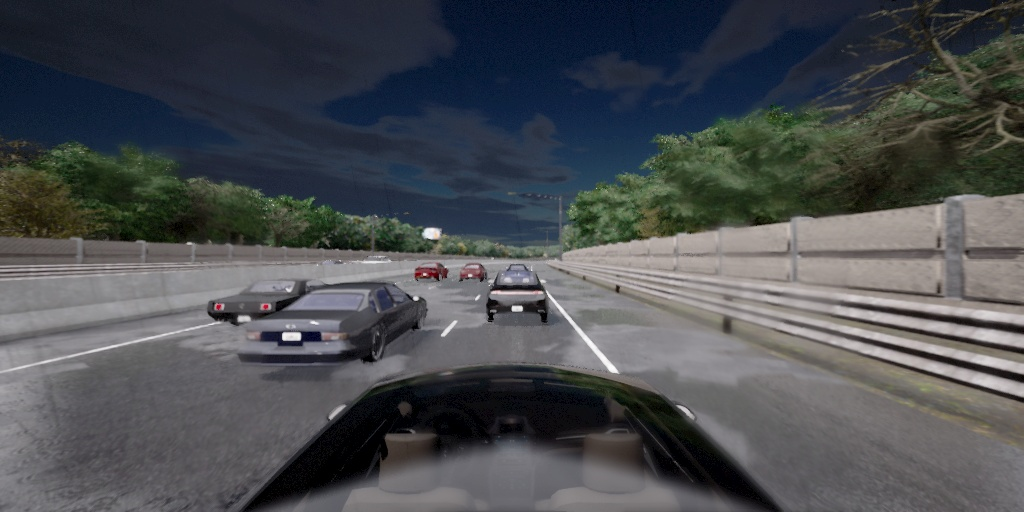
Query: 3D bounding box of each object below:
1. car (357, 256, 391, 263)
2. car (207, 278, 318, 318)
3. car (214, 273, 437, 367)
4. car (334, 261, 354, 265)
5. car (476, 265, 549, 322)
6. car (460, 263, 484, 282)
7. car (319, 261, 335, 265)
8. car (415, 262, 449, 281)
[{"bbox_3d":[-16.770,0.996,44.180,2.150,2.045,5.566,0,0,2],"label":"car"},{"bbox_3d":[-6.840,1.333,11.425,1.895,1.301,4.718,0,0,1],"label":"car"},{"bbox_3d":[-3.370,1.284,8.033,2.033,1.411,5.357,0,0,1],"label":"car"},{"bbox_3d":[-20.210,1.378,45.761,1.895,1.301,4.718,0,0,2],"label":"car"},{"bbox_3d":[0.171,1.226,12.237,2.128,1.511,4.902,0,0,1],"label":"car"},{"bbox_3d":[-3.053,1.277,28.924,1.812,1.442,4.674,0,0,1],"label":"car"},{"bbox_3d":[-23.665,1.324,46.931,2.033,1.411,5.357,0,0,3],"label":"car"},{"bbox_3d":[-6.527,1.228,29.546,1.882,1.535,5.008,0,0,1],"label":"car"}]
